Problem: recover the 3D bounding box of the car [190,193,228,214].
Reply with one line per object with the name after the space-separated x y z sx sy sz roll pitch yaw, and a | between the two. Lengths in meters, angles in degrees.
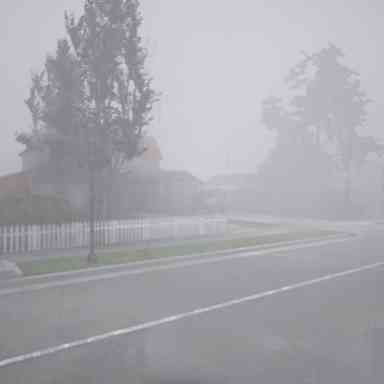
1.443 0.991 30.642 1.905 1.878 3.866 0 0 -35 | car
